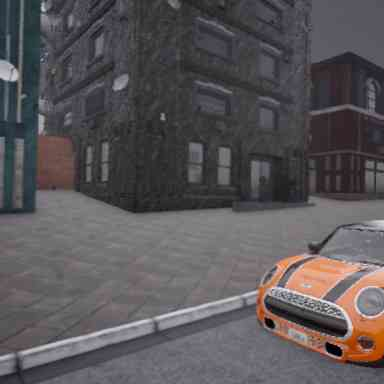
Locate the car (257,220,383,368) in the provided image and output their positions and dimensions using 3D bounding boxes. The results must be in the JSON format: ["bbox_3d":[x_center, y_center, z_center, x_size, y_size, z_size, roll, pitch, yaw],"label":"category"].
[{"bbox_3d":[3.241,1.330,5.788,4.553,1.767,2.097,0,0,-36],"label":"car"}]
